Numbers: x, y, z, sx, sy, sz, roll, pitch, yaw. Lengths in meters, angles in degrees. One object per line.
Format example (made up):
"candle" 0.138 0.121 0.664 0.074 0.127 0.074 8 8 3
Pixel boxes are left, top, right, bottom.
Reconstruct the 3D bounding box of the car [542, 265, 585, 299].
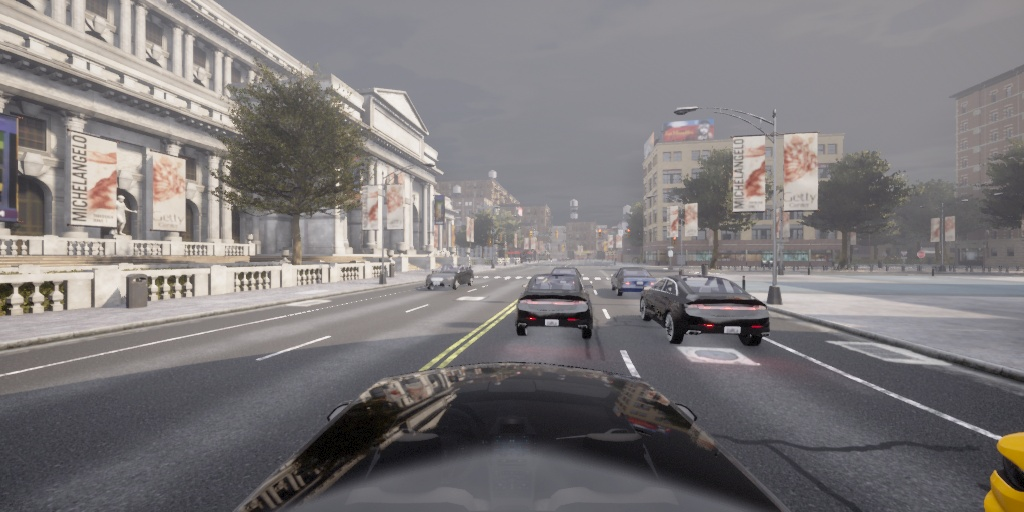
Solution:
"car" 2.924 1.297 19.700 2.033 1.411 5.357 0 0 11

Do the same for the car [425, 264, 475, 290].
"car" -3.777 1.251 22.525 2.128 1.511 4.902 0 0 11

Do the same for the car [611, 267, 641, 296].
"car" 6.374 1.297 19.058 2.033 1.411 5.357 0 0 11

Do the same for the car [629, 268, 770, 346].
"car" 4.695 1.242 9.450 2.128 1.511 4.902 0 0 9

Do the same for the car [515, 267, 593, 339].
"car" 1.259 1.242 10.222 2.128 1.511 4.902 0 0 9
